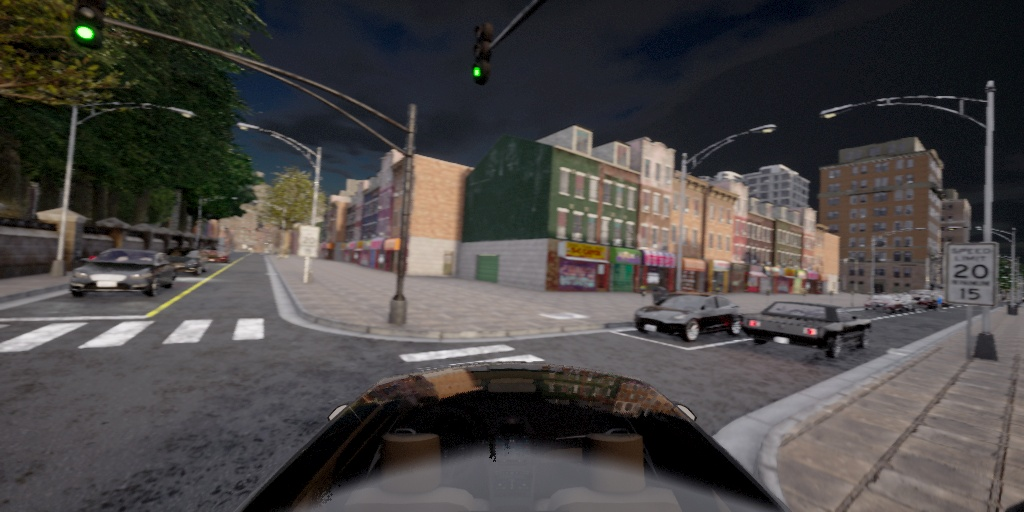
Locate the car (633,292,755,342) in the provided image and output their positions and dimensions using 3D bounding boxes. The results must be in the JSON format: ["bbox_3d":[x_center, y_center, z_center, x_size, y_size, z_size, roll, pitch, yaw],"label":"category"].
[{"bbox_3d":[5.786,1.850,11.653,4.313,1.339,1.948,0,0,-35],"label":"car"}]

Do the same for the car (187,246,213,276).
[{"bbox_3d":[-19.109,0.275,20.876,1.837,1.490,4.892,5,-1,-35],"label":"car"}]

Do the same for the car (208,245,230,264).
[{"bbox_3d":[-28.701,-0.266,34.711,2.097,1.767,4.553,5,-1,-35],"label":"car"}]

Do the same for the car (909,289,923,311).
[{"bbox_3d":[33.329,3.950,30.922,4.403,1.370,2.007,0,0,-35],"label":"car"}]

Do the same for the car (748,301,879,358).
[{"bbox_3d":[8.793,2.019,10.533,4.718,1.301,1.895,4,-2,-35],"label":"car"}]

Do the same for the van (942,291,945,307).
[{"bbox_3d":[47.099,4.825,40.555,3.998,1.789,1.690,0,0,-35],"label":"van"}]

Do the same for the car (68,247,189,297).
[{"bbox_3d":[-13.363,0.509,12.622,2.128,1.511,4.902,5,-1,-35],"label":"car"}]

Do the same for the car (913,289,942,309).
[{"bbox_3d":[42.509,4.435,37.344,5.009,1.841,2.192,0,0,-35],"label":"car"}]

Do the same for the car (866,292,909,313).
[{"bbox_3d":[28.738,3.625,27.710,4.207,1.307,1.802,0,0,-35],"label":"car"}]
